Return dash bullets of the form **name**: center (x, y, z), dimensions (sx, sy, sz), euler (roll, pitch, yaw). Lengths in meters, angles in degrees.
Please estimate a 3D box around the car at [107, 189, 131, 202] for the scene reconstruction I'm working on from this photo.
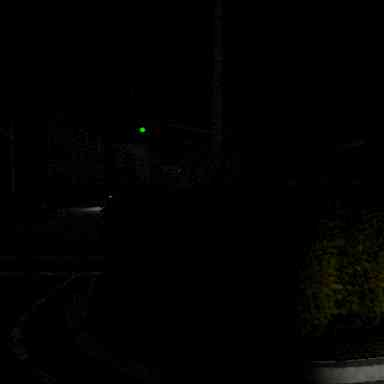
- **car**: center (-7.572, 0.569, 35.765), dimensions (2.097, 1.767, 4.553), euler (0, 1, 1)

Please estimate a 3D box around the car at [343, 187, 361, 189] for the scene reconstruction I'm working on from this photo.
- **car**: center (15.007, 0.475, 31.512), dimensions (1.905, 1.878, 3.866), euler (0, 1, 0)

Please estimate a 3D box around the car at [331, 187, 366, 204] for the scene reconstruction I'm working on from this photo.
- **car**: center (18.377, 0.345, 39.343), dimensions (1.932, 1.855, 4.605), euler (0, 1, 0)
